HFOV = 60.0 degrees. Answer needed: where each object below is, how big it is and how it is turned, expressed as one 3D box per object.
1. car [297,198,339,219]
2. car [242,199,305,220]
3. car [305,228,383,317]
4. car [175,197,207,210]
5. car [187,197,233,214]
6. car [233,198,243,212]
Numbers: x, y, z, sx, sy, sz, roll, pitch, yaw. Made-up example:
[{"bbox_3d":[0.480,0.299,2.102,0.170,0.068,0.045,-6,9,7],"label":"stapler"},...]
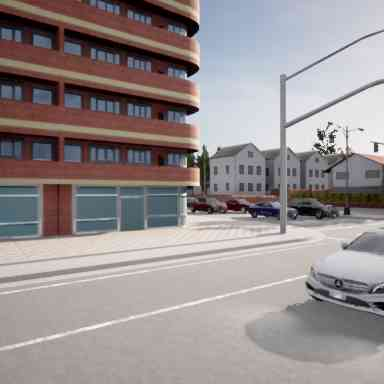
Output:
[{"bbox_3d":[10.419,1.352,29.056,2.097,1.767,4.553,0,0,-35],"label":"car"},{"bbox_3d":[6.784,1.526,28.163,1.812,1.442,4.674,0,0,-35],"label":"car"},{"bbox_3d":[4.436,1.526,7.162,4.674,1.442,1.812,0,0,-35],"label":"car"},{"bbox_3d":[-0.212,1.505,44.422,1.837,1.490,4.892,0,0,-35],"label":"car"},{"bbox_3d":[1.790,1.352,35.361,2.097,1.767,4.553,0,0,-34],"label":"car"},{"bbox_3d":[5.169,1.478,36.632,1.882,1.535,5.008,0,0,-35],"label":"car"}]
